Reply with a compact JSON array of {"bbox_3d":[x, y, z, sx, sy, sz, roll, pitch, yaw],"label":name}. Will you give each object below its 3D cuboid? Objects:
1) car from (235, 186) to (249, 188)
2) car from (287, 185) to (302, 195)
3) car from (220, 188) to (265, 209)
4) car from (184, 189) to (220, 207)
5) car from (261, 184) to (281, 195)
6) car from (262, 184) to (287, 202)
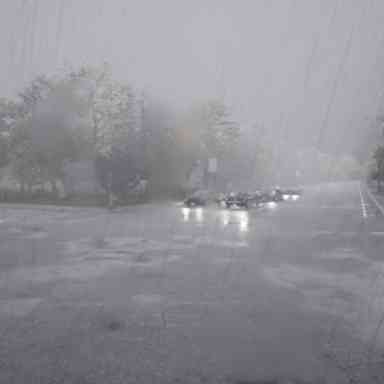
[{"bbox_3d":[5.556,0.094,37.818,2.128,1.511,4.902,1,2,27],"label":"car"},{"bbox_3d":[14.734,-0.260,48.231,1.994,1.385,4.181,1,2,27],"label":"car"},{"bbox_3d":[4.288,0.582,27.469,1.895,1.301,4.718,1,2,27],"label":"car"},{"bbox_3d":[1.232,0.484,29.186,2.033,1.411,5.357,1,2,26],"label":"car"},{"bbox_3d":[11.998,-0.391,50.576,1.837,1.490,4.892,1,3,27],"label":"car"},{"bbox_3d":[8.284,0.024,35.446,2.097,1.767,4.553,1,2,27],"label":"car"}]
